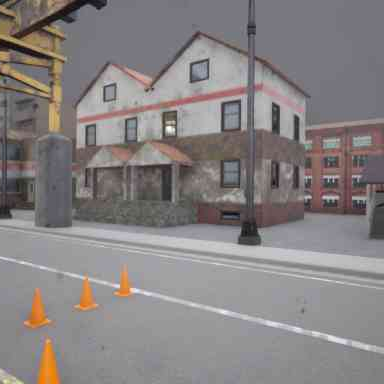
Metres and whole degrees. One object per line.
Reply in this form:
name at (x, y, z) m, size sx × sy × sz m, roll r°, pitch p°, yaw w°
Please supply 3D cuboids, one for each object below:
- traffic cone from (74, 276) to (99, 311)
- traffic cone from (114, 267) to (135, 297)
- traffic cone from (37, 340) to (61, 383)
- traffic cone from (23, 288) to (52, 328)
traffic cone at (-2.061, 1.949, 6.508) m, size 0.340 × 0.580 × 0.340 m, roll 0°, pitch 0°, yaw 36°
traffic cone at (-1.477, 1.949, 7.319) m, size 0.340 × 0.580 × 0.340 m, roll 0°, pitch 0°, yaw 36°
traffic cone at (-1.608, 1.952, 3.716) m, size 0.340 × 0.580 × 0.340 m, roll 0°, pitch 0°, yaw 36°
traffic cone at (-2.646, 1.949, 5.697) m, size 0.340 × 0.580 × 0.340 m, roll 0°, pitch 0°, yaw 36°
